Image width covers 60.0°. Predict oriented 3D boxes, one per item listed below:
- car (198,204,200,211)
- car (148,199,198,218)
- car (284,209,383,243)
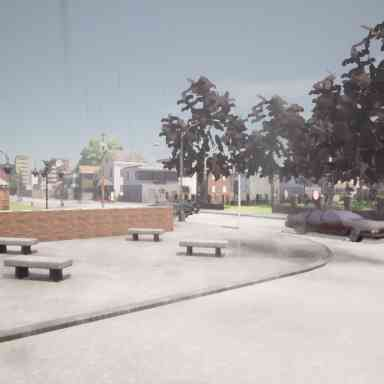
[{"bbox_3d":[-1.065,1.505,35.651,1.837,1.490,4.892,0,0,-36],"label":"car"},{"bbox_3d":[-2.114,1.547,29.919,2.033,1.411,5.357,0,0,-35],"label":"car"},{"bbox_3d":[7.095,1.547,16.585,2.033,1.411,5.357,0,0,-30],"label":"car"}]
